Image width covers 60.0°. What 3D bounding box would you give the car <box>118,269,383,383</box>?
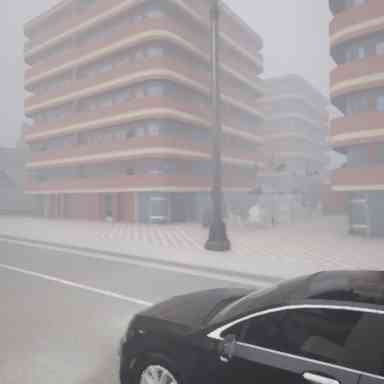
[{"bbox_3d":[1.430,1.505,2.971,4.892,1.490,1.837,0,0,36],"label":"car"}]
